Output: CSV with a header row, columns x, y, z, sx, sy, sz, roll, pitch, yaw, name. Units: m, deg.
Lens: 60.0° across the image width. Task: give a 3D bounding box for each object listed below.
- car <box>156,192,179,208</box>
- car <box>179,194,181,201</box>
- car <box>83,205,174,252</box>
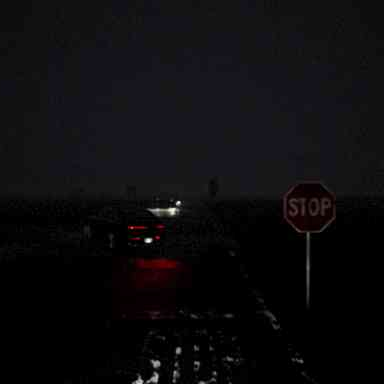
x,y,z,sx,sy,sz,roll,pitch,yaw,name
-2.895,0.816,37.668,2.097,1.767,4.553,0,1,0,car
-2.895,0.747,54.509,1.837,1.490,4.892,0,0,0,car
-2.791,1.312,13.147,1.837,1.490,4.892,2,0,-33,car
